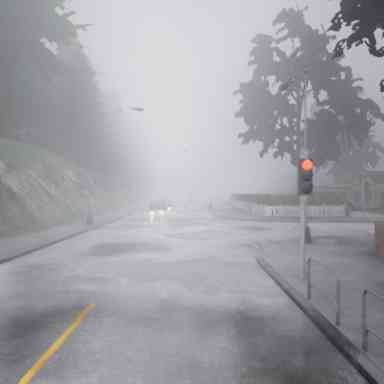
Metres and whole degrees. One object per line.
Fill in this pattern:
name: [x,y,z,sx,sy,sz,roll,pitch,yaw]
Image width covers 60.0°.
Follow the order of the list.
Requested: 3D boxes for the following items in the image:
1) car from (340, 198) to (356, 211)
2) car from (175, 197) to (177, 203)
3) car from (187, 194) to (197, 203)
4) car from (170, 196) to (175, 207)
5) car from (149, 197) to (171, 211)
car: [15.786,1.325,35.752,1.994,1.381,4.181,0,0,0]
car: [-4.012,1.572,68.029,1.812,1.442,4.674,0,0,0]
car: [-0.001,1.572,67.277,1.812,1.442,4.674,0,0,0]
car: [-4.087,1.599,50.870,1.994,1.385,4.181,0,0,0]
car: [-4.088,1.592,41.429,1.994,1.385,4.181,0,0,0]
